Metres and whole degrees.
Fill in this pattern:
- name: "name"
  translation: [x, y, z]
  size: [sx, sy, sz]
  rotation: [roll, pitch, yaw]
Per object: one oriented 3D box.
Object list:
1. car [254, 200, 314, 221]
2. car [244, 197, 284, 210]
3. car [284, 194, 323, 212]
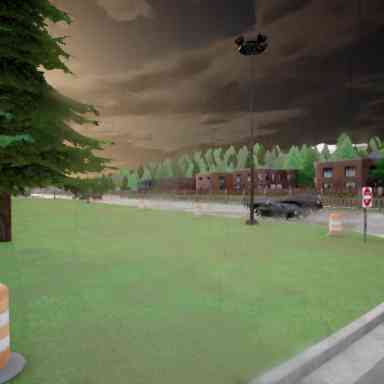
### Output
- name: "car"
  translation: [7.228, 1.593, 27.250]
  size: [1.895, 1.301, 4.718]
  rotation: [0, 0, -30]
- name: "car"
  translation: [8.226, 1.341, 39.697]
  size: [2.097, 1.767, 4.553]
  rotation: [0, 0, -30]
- name: "car"
  translation: [12.636, 1.210, 39.008]
  size: [2.150, 2.045, 5.566]
  rotation: [0, 0, -30]
